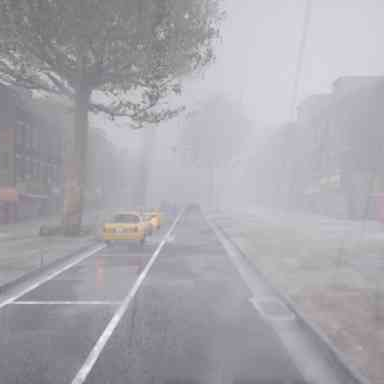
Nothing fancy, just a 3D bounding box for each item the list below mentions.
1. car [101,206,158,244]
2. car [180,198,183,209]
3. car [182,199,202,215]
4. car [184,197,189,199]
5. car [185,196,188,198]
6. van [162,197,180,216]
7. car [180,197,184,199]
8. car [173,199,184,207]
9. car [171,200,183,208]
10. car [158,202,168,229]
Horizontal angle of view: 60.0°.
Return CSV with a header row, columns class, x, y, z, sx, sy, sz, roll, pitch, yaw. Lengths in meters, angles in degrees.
class,x,y,z,sx,sy,sz,roll,pitch,yaw
car,-3.023,1.607,16.475,1.801,1.575,5.366,0,-1,0
car,-2.616,2.034,48.577,1.947,1.339,4.313,2,-1,0
car,0.068,1.878,39.166,1.837,1.490,4.892,0,0,0
car,0.020,1.973,51.172,1.882,1.535,5.008,0,0,1
car,-2.608,2.018,70.719,2.192,1.841,5.009,1,-1,0
van,-2.610,1.696,37.509,1.690,1.788,3.998,2,-1,0
car,-2.614,2.049,53.942,1.752,1.417,4.829,2,-1,0
car,-2.615,2.193,65.182,2.008,1.369,4.403,1,-1,0
car,-2.614,2.128,59.647,1.887,1.381,4.507,2,-1,0
car,-3.013,1.692,23.287,1.882,1.535,5.008,0,-1,0
